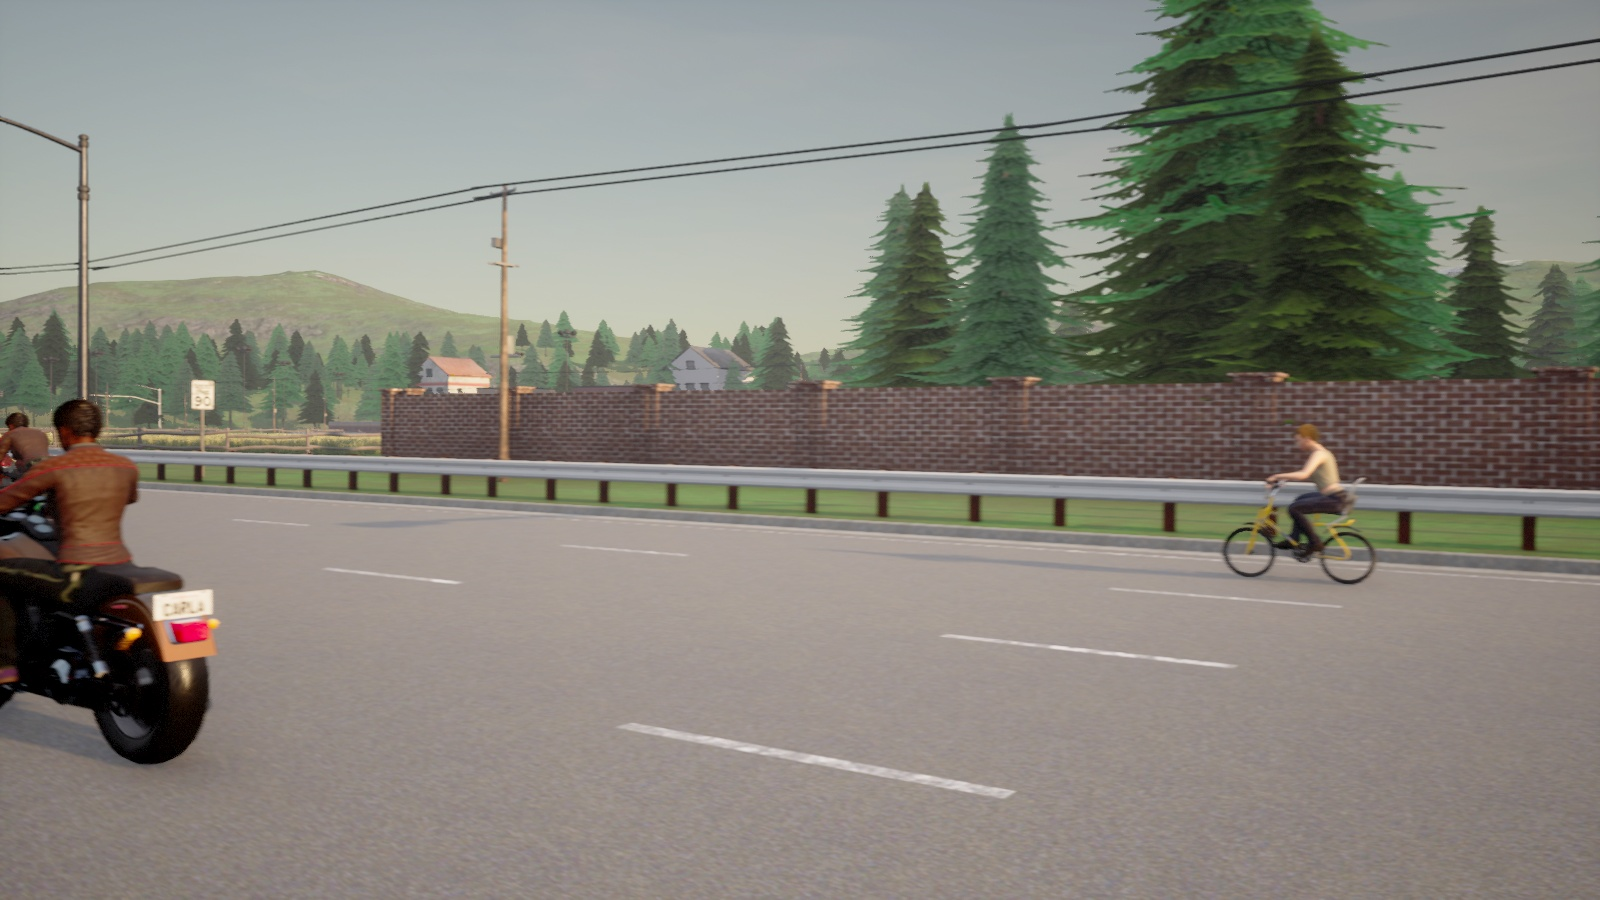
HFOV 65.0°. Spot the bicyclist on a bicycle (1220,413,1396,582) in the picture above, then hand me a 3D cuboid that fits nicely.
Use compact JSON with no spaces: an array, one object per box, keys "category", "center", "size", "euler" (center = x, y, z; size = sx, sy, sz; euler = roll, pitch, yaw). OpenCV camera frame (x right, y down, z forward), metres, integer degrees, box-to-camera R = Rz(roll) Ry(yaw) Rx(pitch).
[{"category":"bicyclist on a bicycle","center":[5.166,0.447,12.788],"size":[1.509,1.612,0.866],"euler":[0,1,34]}]

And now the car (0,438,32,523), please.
[{"category":"car","center":[-15.768,0.533,22.502],"size":[3.806,1.475,1.970],"euler":[0,1,34]}]

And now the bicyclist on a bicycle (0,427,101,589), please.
[{"category":"bicyclist on a bicycle","center":[-8.100,0.578,13.205],"size":[1.656,1.620,0.582],"euler":[0,1,34]}]

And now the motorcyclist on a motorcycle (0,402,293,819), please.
[{"category":"motorcyclist on a motorcycle","center":[-3.461,0.633,5.922],"size":[2.350,1.649,0.766],"euler":[0,1,34]}]
